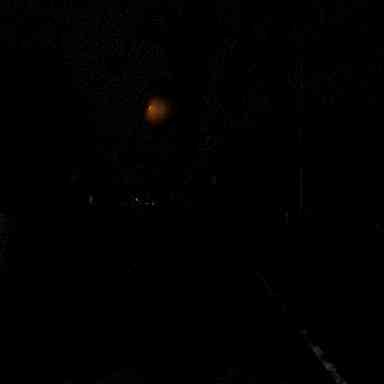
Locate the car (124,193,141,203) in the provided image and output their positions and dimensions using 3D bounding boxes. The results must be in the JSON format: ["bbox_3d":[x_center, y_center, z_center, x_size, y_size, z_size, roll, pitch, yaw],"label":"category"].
[{"bbox_3d":[-10.566,1.178,57.785,1.994,1.385,4.181,0,1,0],"label":"car"}]

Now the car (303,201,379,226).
[{"bbox_3d":[9.538,1.369,21.646,4.892,1.490,1.837,0,0,-3],"label":"car"}]

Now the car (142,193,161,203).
[{"bbox_3d":[-7.061,1.176,57.990,1.994,1.385,4.181,0,1,0],"label":"car"}]

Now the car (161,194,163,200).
[{"bbox_3d":[-7.362,1.039,73.302,1.895,1.301,4.718,0,1,-2],"label":"car"}]
